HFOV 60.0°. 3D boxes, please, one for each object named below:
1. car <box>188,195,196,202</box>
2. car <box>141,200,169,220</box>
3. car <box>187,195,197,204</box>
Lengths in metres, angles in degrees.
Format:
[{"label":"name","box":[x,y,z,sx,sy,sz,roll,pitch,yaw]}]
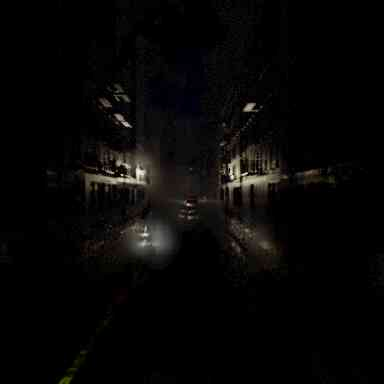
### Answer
[{"label":"car","box":[0.011,1.361,73.202,1.882,1.535,5.008,0,0,0]},{"label":"car","box":[-3.022,1.450,27.729,2.128,1.511,4.902,0,0,0]},{"label":"car","box":[0.009,1.462,62.783,1.837,1.490,4.892,0,0,0]}]
